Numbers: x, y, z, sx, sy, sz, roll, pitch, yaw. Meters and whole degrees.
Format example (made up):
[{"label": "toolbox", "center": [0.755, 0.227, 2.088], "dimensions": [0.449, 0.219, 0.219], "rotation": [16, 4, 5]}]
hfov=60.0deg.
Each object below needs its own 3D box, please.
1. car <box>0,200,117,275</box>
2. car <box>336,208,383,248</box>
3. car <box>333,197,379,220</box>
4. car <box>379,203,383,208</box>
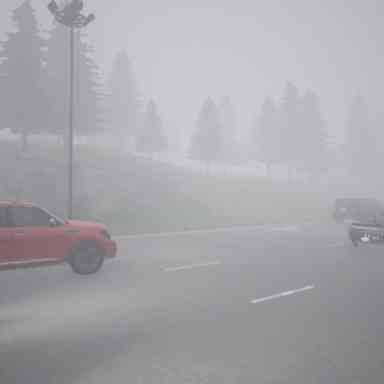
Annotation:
[{"label": "car", "center": [-4.859, 1.233, 8.879], "dimensions": [5.566, 2.045, 2.150], "rotation": [0, 0, -35]}, {"label": "car", "center": [8.630, 1.622, 14.197], "dimensions": [4.902, 1.511, 2.128], "rotation": [0, 0, -35]}, {"label": "car", "center": [13.382, 1.446, 26.211], "dimensions": [5.566, 2.045, 2.150], "rotation": [0, 0, -35]}, {"label": "car", "center": [15.492, 1.700, 23.386], "dimensions": [5.008, 1.535, 1.882], "rotation": [0, 0, -35]}]
